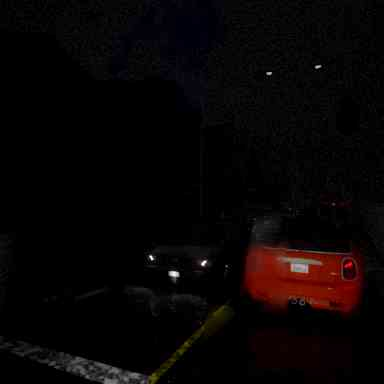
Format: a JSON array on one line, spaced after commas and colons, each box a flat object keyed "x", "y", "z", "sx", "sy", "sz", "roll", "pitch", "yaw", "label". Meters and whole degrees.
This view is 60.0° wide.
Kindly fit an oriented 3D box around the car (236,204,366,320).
[{"x": 2.734, "y": 1.335, "z": 7.711, "sx": 2.097, "sy": 1.767, "sz": 4.553, "roll": 1, "pitch": 0, "yaw": 24, "label": "car"}]

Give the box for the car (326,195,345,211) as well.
[{"x": 19.213, "y": 1.391, "z": 44.501, "sx": 2.150, "sy": 2.045, "sz": 5.566, "roll": 1, "pitch": 0, "yaw": 24, "label": "car"}]

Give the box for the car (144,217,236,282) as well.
[{"x": 0.676, "y": 1.497, "z": 10.097, "sx": 2.033, "sy": 1.411, "sz": 5.357, "roll": 1, "pitch": 0, "yaw": 24, "label": "car"}]

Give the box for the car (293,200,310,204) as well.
[{"x": 10.349, "y": 1.529, "z": 31.635, "sx": 1.837, "sy": 1.490, "sz": 4.892, "roll": 1, "pitch": 0, "yaw": 24, "label": "car"}]

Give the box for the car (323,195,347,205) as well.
[{"x": 14.970, "y": 1.314, "z": 34.927, "sx": 2.150, "sy": 2.045, "sz": 5.566, "roll": 1, "pitch": 0, "yaw": 25, "label": "car"}]
